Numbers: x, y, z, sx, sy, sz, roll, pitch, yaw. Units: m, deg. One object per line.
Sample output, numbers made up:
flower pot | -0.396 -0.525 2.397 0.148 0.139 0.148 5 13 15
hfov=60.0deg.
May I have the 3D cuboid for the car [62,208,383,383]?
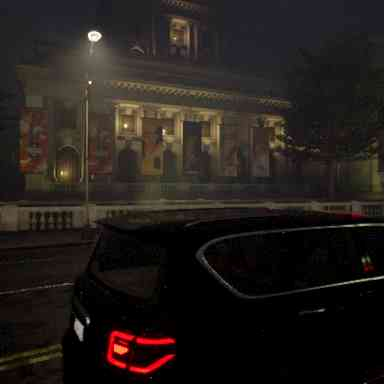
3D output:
car | 1.367 1.222 4.136 5.566 2.045 2.150 0 0 -30
